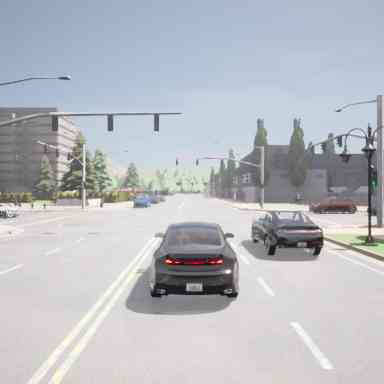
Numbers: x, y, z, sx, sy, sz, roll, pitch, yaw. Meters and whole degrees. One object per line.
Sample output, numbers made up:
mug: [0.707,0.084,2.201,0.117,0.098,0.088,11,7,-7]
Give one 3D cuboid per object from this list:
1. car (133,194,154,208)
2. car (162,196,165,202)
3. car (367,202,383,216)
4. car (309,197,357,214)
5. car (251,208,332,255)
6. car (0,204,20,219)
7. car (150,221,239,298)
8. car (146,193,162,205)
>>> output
car: [-7.137,1.477,47.898,1.882,1.535,5.008,0,0,1]
car: [-7.009,1.525,73.974,2.128,1.511,4.902,0,0,0]
car: [19.083,1.505,31.293,4.892,1.490,1.837,0,0,-1]
car: [14.643,1.352,34.743,4.553,1.767,2.097,0,0,-1]
car: [3.582,1.491,13.210,2.128,1.511,4.902,0,0,0]
car: [-17.001,1.526,27.999,4.674,1.442,1.812,0,0,-2]
car: [0.061,1.505,8.530,1.837,1.490,4.892,0,0,0]
car: [-7.077,1.478,60.831,1.882,1.535,5.008,0,1,0]
